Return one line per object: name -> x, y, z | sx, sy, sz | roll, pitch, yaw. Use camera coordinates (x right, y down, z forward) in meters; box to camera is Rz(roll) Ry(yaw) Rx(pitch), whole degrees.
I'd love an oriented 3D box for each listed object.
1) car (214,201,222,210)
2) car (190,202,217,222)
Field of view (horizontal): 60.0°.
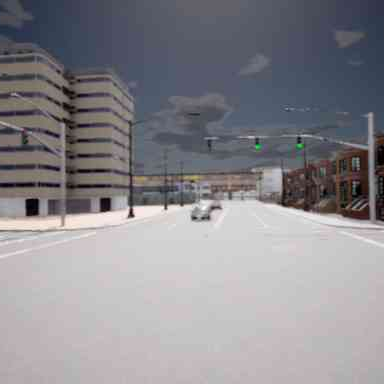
car -> 4.152, 2.342, 57.131 | 1.882, 1.535, 5.008 | -1, -1, 7
car -> 0.959, 2.039, 32.099 | 2.128, 1.511, 4.902 | -1, 0, 7
